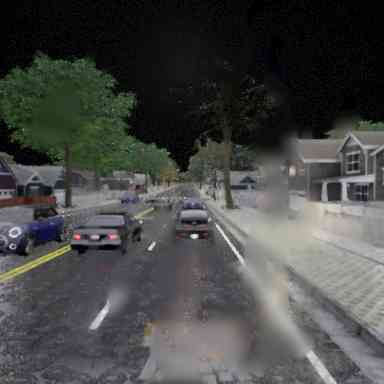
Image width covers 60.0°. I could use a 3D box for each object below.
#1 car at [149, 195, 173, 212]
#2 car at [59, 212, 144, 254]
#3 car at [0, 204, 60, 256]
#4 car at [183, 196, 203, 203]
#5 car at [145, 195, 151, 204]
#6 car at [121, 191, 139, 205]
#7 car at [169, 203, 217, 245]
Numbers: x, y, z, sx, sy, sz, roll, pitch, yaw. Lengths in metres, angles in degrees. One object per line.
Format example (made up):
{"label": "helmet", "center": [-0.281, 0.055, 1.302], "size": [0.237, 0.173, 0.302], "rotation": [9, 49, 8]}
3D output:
{"label": "car", "center": [-3.159, 1.356, 37.345], "size": [2.128, 1.511, 4.902], "rotation": [0, 0, 0]}
{"label": "car", "center": [-3.152, 1.509, 13.311], "size": [2.033, 1.411, 5.357], "rotation": [0, 0, 0]}
{"label": "car", "center": [-6.603, 1.314, 12.820], "size": [2.097, 1.767, 4.553], "rotation": [0, 0, 0]}
{"label": "car", "center": [0.092, 1.228, 35.917], "size": [2.097, 1.767, 4.553], "rotation": [0, 0, 0]}
{"label": "car", "center": [-6.558, 1.232, 54.830], "size": [1.994, 1.385, 4.181], "rotation": [0, 1, 1]}
{"label": "car", "center": [-9.820, 0.906, 53.123], "size": [2.150, 2.045, 5.566], "rotation": [0, 1, 1]}
{"label": "car", "center": [0.095, 1.461, 15.307], "size": [1.837, 1.490, 4.892], "rotation": [0, 0, 0]}
